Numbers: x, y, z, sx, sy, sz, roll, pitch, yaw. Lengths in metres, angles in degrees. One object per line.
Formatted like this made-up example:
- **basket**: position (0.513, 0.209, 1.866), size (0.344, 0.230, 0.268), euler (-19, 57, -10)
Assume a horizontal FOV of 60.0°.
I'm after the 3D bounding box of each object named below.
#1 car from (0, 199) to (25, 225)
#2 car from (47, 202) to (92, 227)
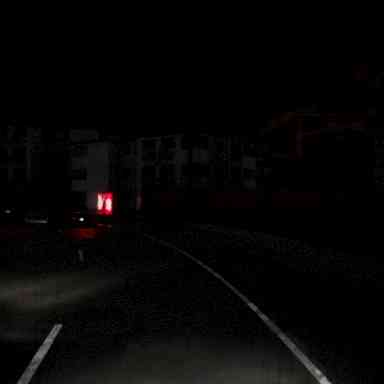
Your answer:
- **car**: position (-13.145, 1.286, 22.688), size (2.097, 1.767, 4.553), euler (0, 0, -43)
- **car**: position (-8.382, 1.439, 22.605), size (1.837, 1.490, 4.892), euler (0, 0, -38)
